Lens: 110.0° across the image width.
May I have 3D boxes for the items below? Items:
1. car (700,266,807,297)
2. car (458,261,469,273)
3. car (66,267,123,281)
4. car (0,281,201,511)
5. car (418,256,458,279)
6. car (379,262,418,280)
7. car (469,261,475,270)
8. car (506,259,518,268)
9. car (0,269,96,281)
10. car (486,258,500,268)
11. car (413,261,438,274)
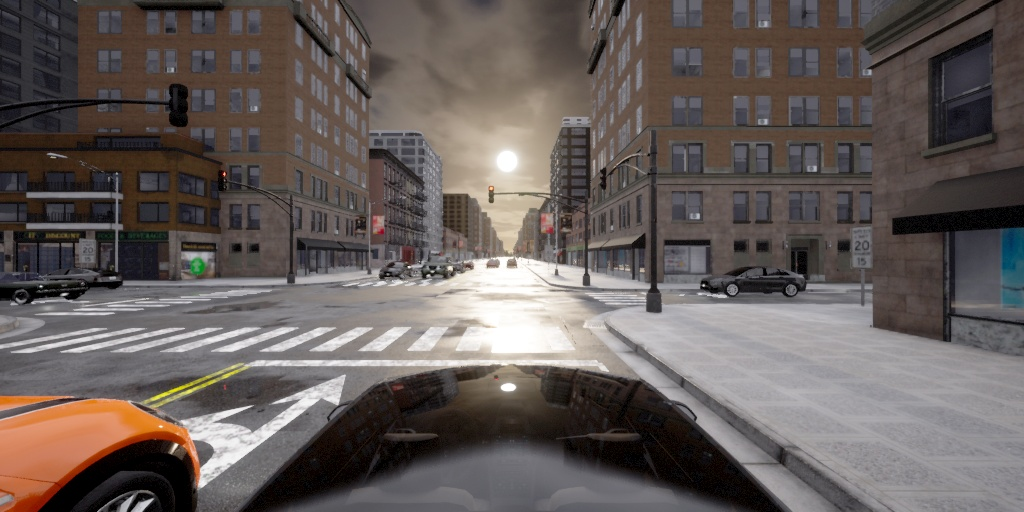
[{"bbox_3d":[12.424,1.294,18.639,4.892,1.490,1.837,0,0,1],"label":"car"},{"bbox_3d":[-6.679,1.310,42.588,1.994,1.385,4.181,0,0,0],"label":"car"},{"bbox_3d":[-25.411,1.330,20.955,4.313,1.339,1.948,0,0,0],"label":"car"},{"bbox_3d":[-3.237,1.102,0.601,2.097,1.767,4.553,0,0,0],"label":"car"},{"bbox_3d":[-6.649,0.972,32.668,2.150,2.045,5.566,0,0,0],"label":"car"},{"bbox_3d":[-9.905,1.256,31.027,1.837,1.490,4.892,0,-1,0],"label":"car"},{"bbox_3d":[-6.693,1.344,53.144,1.895,1.301,4.718,0,0,0],"label":"car"},{"bbox_3d":[-0.021,1.245,63.086,1.837,1.490,4.892,0,0,0],"label":"car"},{"bbox_3d":[-21.516,1.345,15.462,4.718,1.301,1.895,0,0,0],"label":"car"},{"bbox_3d":[-3.369,1.304,61.948,1.994,1.385,4.181,0,0,0],"label":"car"},{"bbox_3d":[-9.924,1.272,41.552,1.812,1.442,4.674,0,0,0],"label":"car"}]
